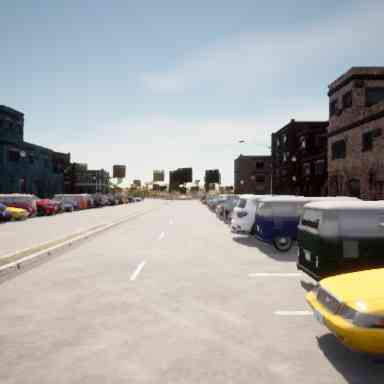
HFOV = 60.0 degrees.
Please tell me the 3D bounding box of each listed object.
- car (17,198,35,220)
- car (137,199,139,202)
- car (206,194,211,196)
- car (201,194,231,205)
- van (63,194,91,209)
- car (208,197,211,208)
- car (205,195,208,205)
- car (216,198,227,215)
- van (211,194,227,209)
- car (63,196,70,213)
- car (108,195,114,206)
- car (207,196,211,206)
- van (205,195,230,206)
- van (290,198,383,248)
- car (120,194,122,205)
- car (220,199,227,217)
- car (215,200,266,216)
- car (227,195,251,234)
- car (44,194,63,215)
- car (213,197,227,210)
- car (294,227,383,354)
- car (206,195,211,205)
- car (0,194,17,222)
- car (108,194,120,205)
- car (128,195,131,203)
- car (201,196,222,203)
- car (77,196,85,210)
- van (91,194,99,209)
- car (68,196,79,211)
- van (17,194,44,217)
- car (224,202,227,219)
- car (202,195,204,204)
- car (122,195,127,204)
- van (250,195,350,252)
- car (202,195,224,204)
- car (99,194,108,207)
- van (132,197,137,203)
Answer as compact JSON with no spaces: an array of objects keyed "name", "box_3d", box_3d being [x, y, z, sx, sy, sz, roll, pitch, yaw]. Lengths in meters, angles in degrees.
[{"name":"car","box_3d":[-15.372,1.444,25.482,5.366,1.575,1.946,0,0,0]},{"name":"car","box_3d":[-15.547,1.692,78.291,4.553,1.767,2.185,0,0,0]},{"name":"car","box_3d":[4.609,1.462,48.790,4.553,1.767,2.185,0,0,0]},{"name":"car","box_3d":[4.668,1.466,65.335,5.566,2.045,2.435,0,0,0]},{"name":"van","box_3d":[-15.661,1.308,42.158,4.442,1.987,1.878,0,0,0]},{"name":"car","box_3d":[4.634,1.522,37.762,4.892,1.521,2.231,0,0,0]},{"name":"car","box_3d":[4.634,1.571,46.032,4.892,1.521,2.231,0,0,0]},{"name":"car","box_3d":[4.634,1.473,26.734,4.892,1.521,2.231,0,0,0]},{"name":"van","box_3d":[4.523,1.281,34.882,4.442,1.987,1.878,0,0,0]},{"name":"car","box_3d":[-15.545,1.487,33.819,4.892,1.521,2.231,0,0,0]},{"name":"car","box_3d":[-15.533,1.654,53.207,4.674,1.452,2.002,0,0,0]},{"name":"car","box_3d":[4.634,1.538,40.518,4.892,1.521,2.231,0,0,0]},{"name":"van","box_3d":[4.523,1.446,59.820,4.442,1.987,1.878,0,0,0]},{"name":"van","box_3d":[4.757,1.202,7.435,4.442,1.987,1.878,0,0,0]},{"name":"car","box_3d":[-15.717,1.658,58.829,5.366,1.575,1.946,0,0,0]},{"name":"car","box_3d":[4.669,1.492,23.975,4.792,1.488,2.163,0,0,0]},{"name":"car","box_3d":[4.637,1.534,32.248,4.674,1.452,2.002,0,0,0]},{"name":"car","box_3d":[4.668,1.189,15.706,5.566,2.045,2.435,0,0,0]},{"name":"car","box_3d":[-15.525,1.220,31.040,5.566,2.045,2.435,0,0,0]},{"name":"car","box_3d":[4.825,1.480,29.490,5.366,1.575,1.946,0,0,0]},{"name":"car","box_3d":[4.455,1.423,4.676,5.366,1.575,1.946,0,0,0]},{"name":"car","box_3d":[4.634,1.553,43.275,4.892,1.521,2.231,0,0,0]},{"name":"car","box_3d":[-15.531,1.185,22.705,5.566,2.045,2.435,0,0,0]},{"name":"car","box_3d":[-15.505,1.385,55.927,5.566,2.045,2.435,0,0,0]},{"name":"car","box_3d":[-15.519,1.734,67.042,5.008,1.535,2.097,0,-1,0]},{"name":"car","box_3d":[4.645,1.814,79.122,5.008,1.535,2.097,0,0,0]},{"name":"car","box_3d":[-15.544,1.556,39.251,4.674,1.452,2.002,0,0,0]},{"name":"van","box_3d":[-15.426,1.326,44.935,4.442,1.987,1.878,0,0,0]},{"name":"car","box_3d":[-15.519,1.530,36.597,4.792,1.488,2.163,0,0,0]},{"name":"van","box_3d":[-15.439,1.233,28.262,4.442,1.987,1.878,0,0,0]},{"name":"car","box_3d":[4.643,1.494,21.219,4.674,1.452,2.002,0,0,0]},{"name":"car","box_3d":[4.646,1.649,57.060,5.008,1.535,2.097,0,0,0]},{"name":"car","box_3d":[-15.558,1.435,61.612,5.566,2.045,2.435,0,-1,0]},{"name":"van","box_3d":[4.757,1.210,12.948,4.442,1.987,1.878,0,0,0]},{"name":"car","box_3d":[4.609,1.656,73.609,4.553,1.767,2.185,0,0,0]},{"name":"car","box_3d":[-15.568,1.321,47.715,5.566,2.045,2.435,0,0,0]},{"name":"van","box_3d":[-15.402,1.578,75.383,4.442,1.987,1.878,0,0,0]}]
